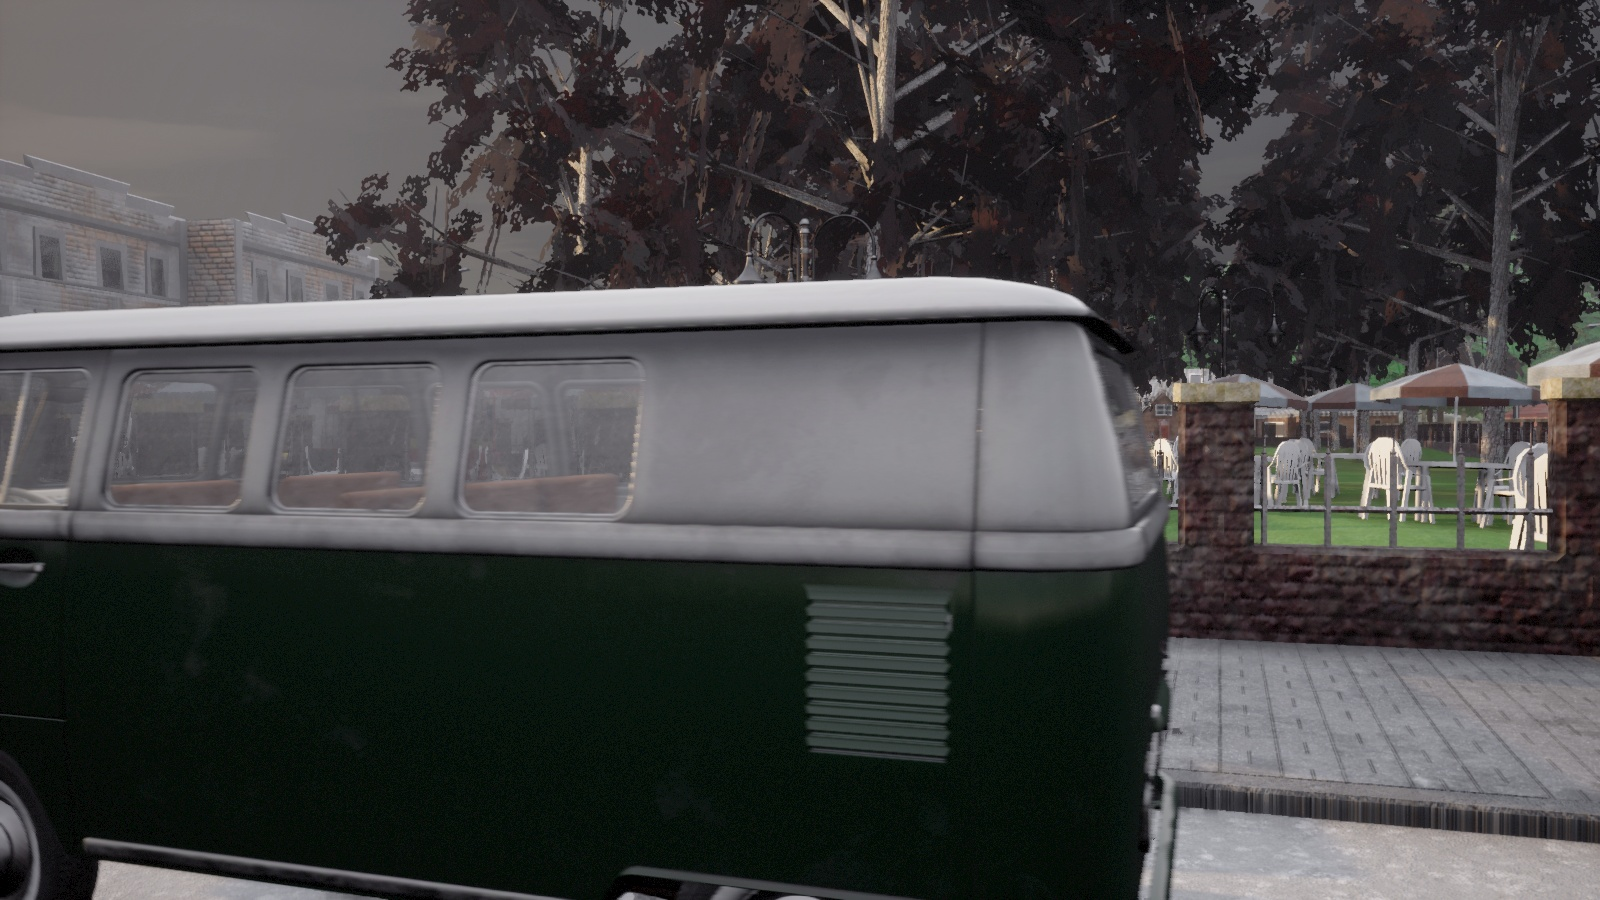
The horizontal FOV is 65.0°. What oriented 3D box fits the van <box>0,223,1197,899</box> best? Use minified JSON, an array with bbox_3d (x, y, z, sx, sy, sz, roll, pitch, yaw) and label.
[{"bbox_3d":[-1.068,0.510,4.064,4.442,1.987,1.775,1,1,18],"label":"van"}]
